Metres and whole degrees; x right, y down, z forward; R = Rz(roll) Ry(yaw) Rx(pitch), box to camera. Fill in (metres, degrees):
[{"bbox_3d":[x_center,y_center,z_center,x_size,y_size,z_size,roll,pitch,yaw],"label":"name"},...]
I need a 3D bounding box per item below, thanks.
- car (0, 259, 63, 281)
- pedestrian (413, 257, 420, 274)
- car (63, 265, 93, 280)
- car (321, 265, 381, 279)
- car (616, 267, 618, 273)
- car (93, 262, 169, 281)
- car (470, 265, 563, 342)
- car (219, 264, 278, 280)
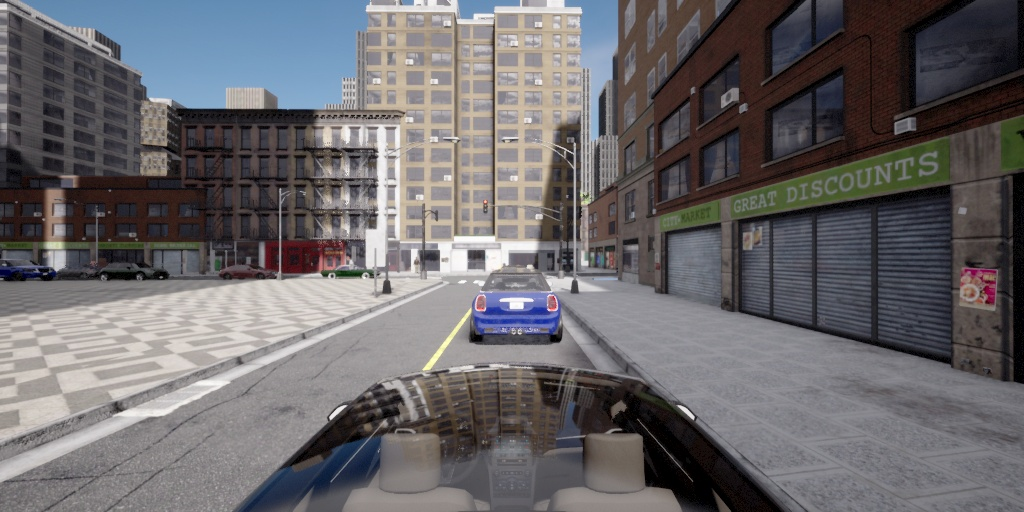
[{"bbox_3d":[-43.875,1.256,31.562,5.566,2.045,2.150,0,0,0],"label":"car"},{"bbox_3d":[-10.204,0.969,38.220,0.375,1.860,0.375,0,0,-1],"label":"pedestrian"},{"bbox_3d":[-41.781,1.595,34.746,4.181,1.385,1.994,0,0,-1],"label":"car"},{"bbox_3d":[-14.235,1.442,31.926,4.718,1.301,1.895,0,0,-1],"label":"car"},{"bbox_3d":[12.844,1.118,35.508,4.892,1.490,1.837,-1,0,-1],"label":"car"},{"bbox_3d":[-33.254,1.324,31.670,4.553,1.767,2.097,0,0,-1],"label":"car"},{"bbox_3d":[0.095,1.101,9.941,2.097,1.767,4.553,0,0,0],"label":"car"},{"bbox_3d":[-23.305,1.433,31.818,4.674,1.442,1.812,0,0,-1],"label":"car"}]
